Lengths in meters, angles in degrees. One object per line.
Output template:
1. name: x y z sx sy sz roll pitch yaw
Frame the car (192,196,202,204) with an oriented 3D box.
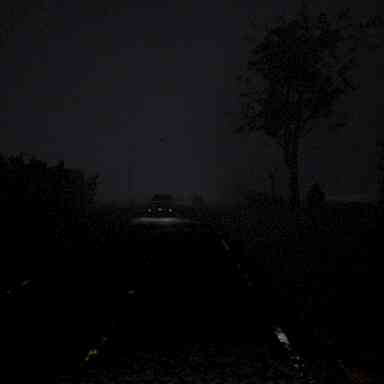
1. car: 0.933 1.433 62.731 1.837 1.490 4.892 0 0 0

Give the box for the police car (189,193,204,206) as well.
1. police car: 0.917 1.355 52.841 1.930 1.638 5.238 0 0 0

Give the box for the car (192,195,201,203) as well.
1. car: 0.944 1.433 68.731 1.837 1.490 4.892 0 0 0

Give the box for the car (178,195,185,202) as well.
1. car: -2.625 1.379 72.834 1.882 1.535 5.008 0 0 0

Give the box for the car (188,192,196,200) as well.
1. car: 0.149 1.047 86.500 2.150 2.045 5.566 0 0 0

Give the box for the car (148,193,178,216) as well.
1. car: -2.791 1.166 31.704 2.150 2.045 5.566 0 0 0
